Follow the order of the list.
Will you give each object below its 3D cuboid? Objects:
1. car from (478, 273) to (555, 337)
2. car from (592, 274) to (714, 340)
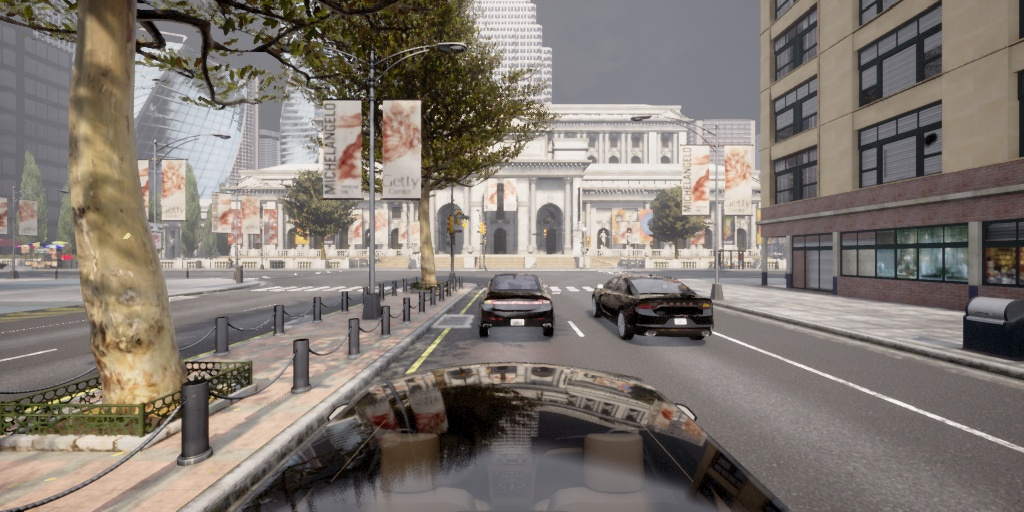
[{"bbox_3d":[0.080,1.241,10.286,2.128,1.511,4.902,0,0,-1],"label":"car"},{"bbox_3d":[3.564,1.228,10.019,1.882,1.535,5.008,0,0,0],"label":"car"}]
